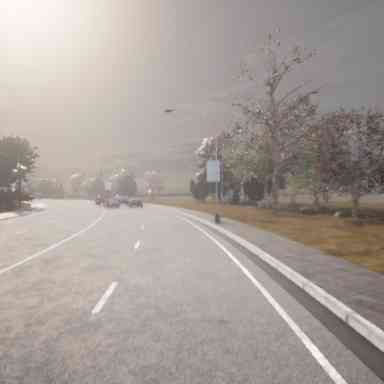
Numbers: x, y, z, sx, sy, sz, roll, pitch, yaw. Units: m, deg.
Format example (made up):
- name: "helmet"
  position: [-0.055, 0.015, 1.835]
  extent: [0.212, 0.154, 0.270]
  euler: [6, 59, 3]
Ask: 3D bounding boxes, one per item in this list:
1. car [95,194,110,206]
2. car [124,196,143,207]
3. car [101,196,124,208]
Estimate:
- name: "car"
  position: [-16.349, 1.403, 61.347]
  extent: [2.150, 2.045, 5.566]
  euler: [0, 0, -25]
- name: "car"
  position: [-9.015, 1.626, 52.458]
  extent: [1.837, 1.490, 4.892]
  euler: [0, 0, -21]
- name: "car"
  position: [-12.376, 1.684, 51.440]
  extent: [2.033, 1.411, 5.357]
  euler: [0, 0, -21]
